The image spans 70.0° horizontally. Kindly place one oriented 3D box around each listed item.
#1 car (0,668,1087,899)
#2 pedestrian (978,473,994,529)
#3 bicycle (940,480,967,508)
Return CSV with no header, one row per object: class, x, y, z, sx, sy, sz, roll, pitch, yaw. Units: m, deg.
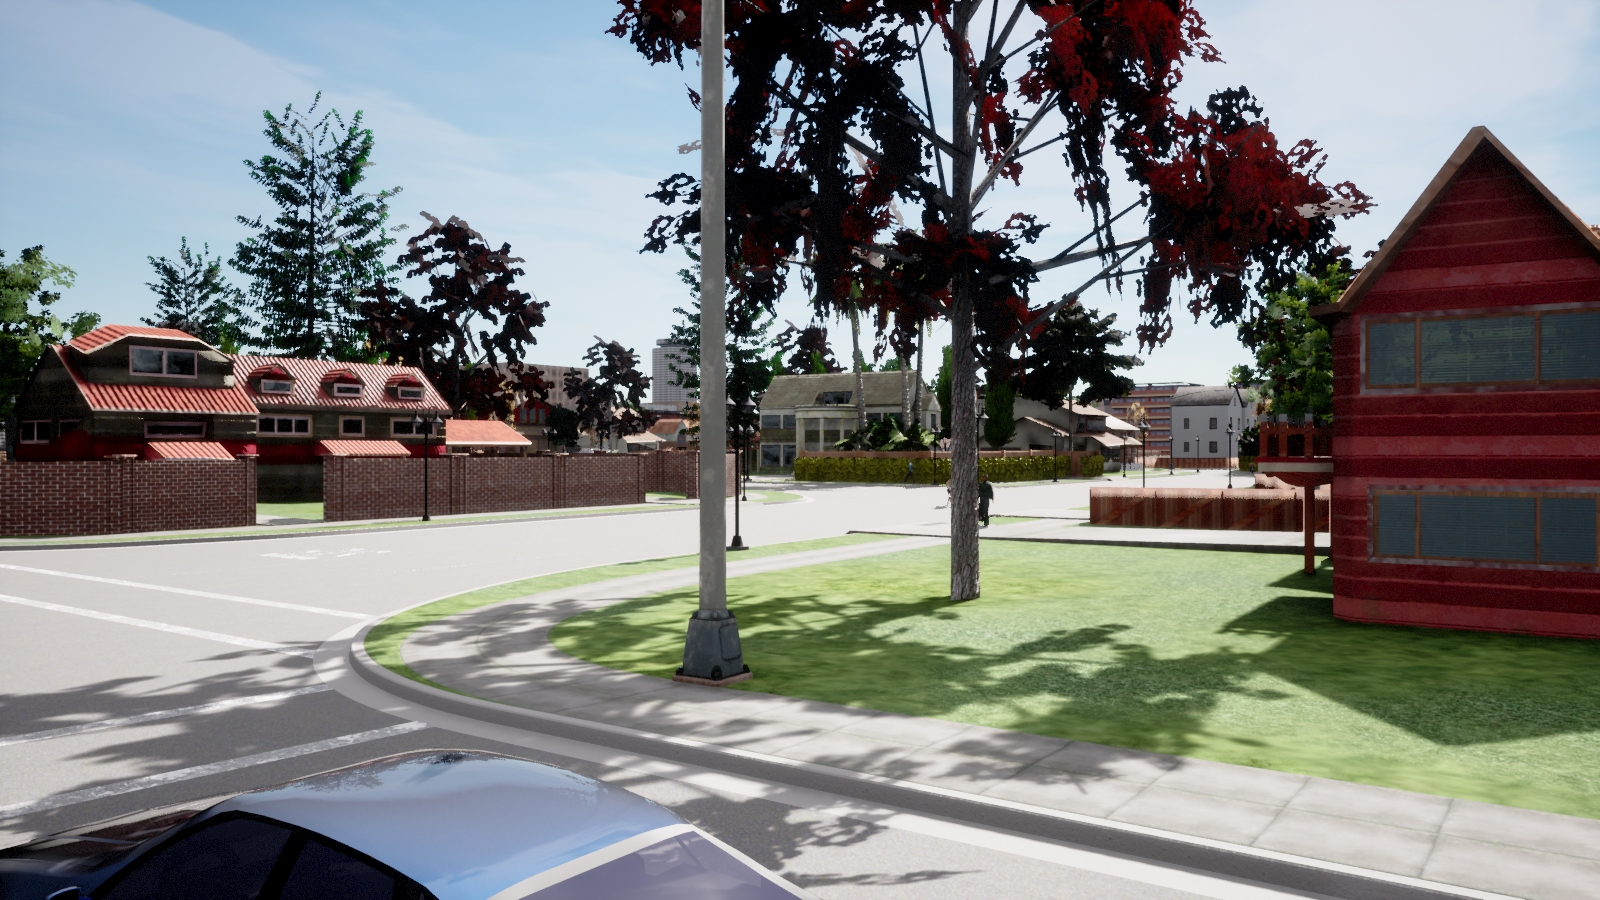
car,-1.713,2.106,4.943,5.357,1.411,2.033,0,0,36
pedestrian,6.210,1.704,38.129,0.375,1.860,0.375,0,0,35
bicycle,7.519,2.145,56.032,0.859,1.301,1.487,0,0,27
